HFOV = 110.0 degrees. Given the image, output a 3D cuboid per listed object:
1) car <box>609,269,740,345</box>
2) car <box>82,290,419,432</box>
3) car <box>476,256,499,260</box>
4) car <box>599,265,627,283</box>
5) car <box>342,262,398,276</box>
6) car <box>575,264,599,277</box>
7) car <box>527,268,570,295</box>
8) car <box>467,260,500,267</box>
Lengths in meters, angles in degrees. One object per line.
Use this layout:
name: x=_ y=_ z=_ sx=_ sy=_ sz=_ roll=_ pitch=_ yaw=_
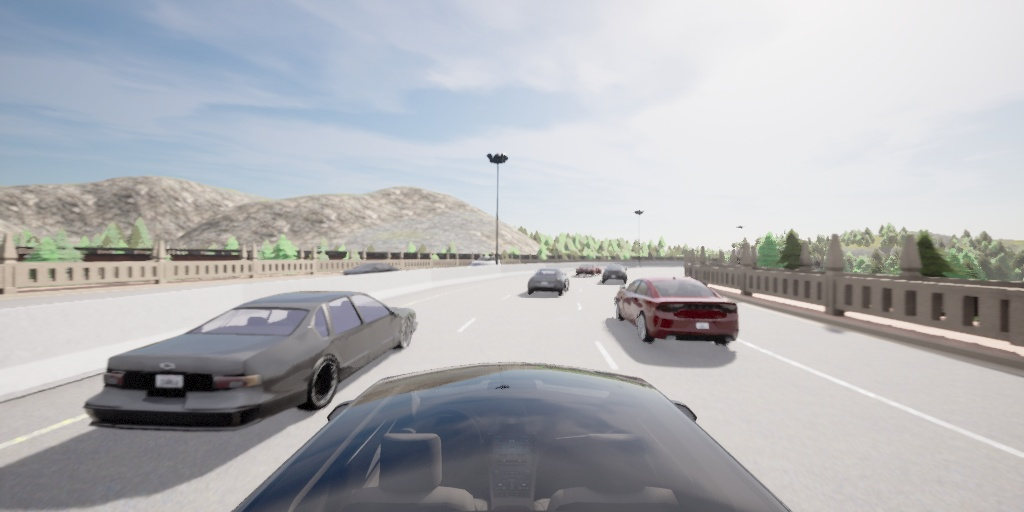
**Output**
car: x=4.124 y=1.284 z=9.787 sx=1.882 sy=1.535 sz=5.008 roll=0 pitch=0 yaw=5
car: x=-3.231 y=1.286 z=6.033 sx=2.033 sy=1.411 sz=5.357 roll=0 pitch=0 yaw=3
car: x=-3.891 y=1.083 z=53.612 sx=2.150 sy=2.045 sz=5.566 roll=0 pitch=0 yaw=29
car: x=8.479 y=1.424 z=29.524 sx=1.812 sy=1.442 sz=4.674 roll=0 pitch=0 yaw=19
car: x=-10.650 y=1.223 z=27.195 sx=1.882 sy=1.535 sz=5.008 roll=0 pitch=0 yaw=15
car: x=8.459 y=1.528 z=39.189 sx=1.895 sy=1.301 sz=4.718 roll=0 pitch=0 yaw=27
car: x=2.146 y=1.387 z=20.389 sx=1.994 sy=1.385 sz=4.181 roll=0 pitch=0 yaw=14
car: x=-3.550 y=1.380 z=37.889 sx=2.033 sy=1.411 sz=5.357 roll=0 pitch=0 yaw=22
